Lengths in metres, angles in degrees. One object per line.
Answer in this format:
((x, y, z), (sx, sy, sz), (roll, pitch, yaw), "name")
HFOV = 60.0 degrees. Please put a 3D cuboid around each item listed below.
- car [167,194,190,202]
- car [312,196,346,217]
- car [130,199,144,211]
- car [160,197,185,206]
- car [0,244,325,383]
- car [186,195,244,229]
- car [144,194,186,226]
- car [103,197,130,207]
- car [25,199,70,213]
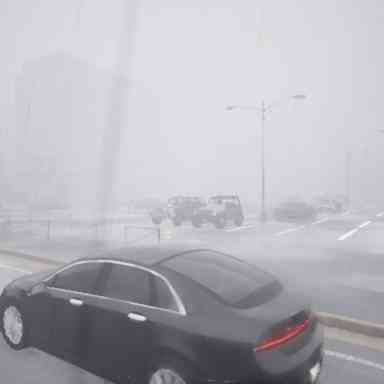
((-2.515, 1.114, 63.192), (1.837, 1.490, 4.892), (0, 0, 34), "car")
((13.710, 1.395, 33.194), (1.970, 1.475, 3.806), (0, 0, 34), "car")
((-4.891, 1.504, 40.691), (1.837, 1.490, 4.892), (0, 0, 34), "car")
((-3.233, 1.525, 55.960), (1.812, 1.442, 4.674), (0, 0, 34), "car")
((-0.805, 1.501, 4.572), (4.892, 1.490, 1.837), (-1, -1, 36), "car")
((1.666, 1.156, 20.256), (1.905, 1.878, 3.866), (0, 0, 34), "car")
((-0.699, 1.153, 21.926), (1.932, 1.855, 4.605), (0, 0, 34), "car")
((-11.282, 1.504, 50.332), (1.837, 1.490, 4.892), (0, 0, 34), "car")
((-16.025, 1.491, 37.031), (2.128, 1.511, 4.902), (0, 0, 34), "car")
